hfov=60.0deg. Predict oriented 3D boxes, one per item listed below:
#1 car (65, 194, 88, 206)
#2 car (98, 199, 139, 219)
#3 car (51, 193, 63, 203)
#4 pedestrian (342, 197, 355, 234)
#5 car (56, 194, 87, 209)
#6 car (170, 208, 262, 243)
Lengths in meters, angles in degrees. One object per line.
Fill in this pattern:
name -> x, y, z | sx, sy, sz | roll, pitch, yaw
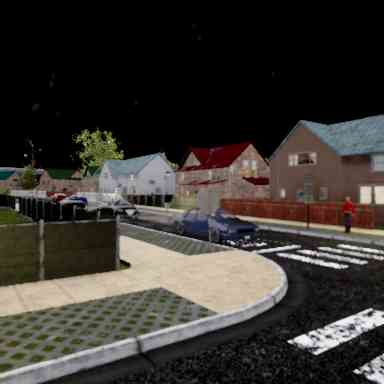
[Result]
car -> -16.283, 1.054, 46.825 | 1.882, 1.535, 5.008 | 0, 0, -34
car -> -5.835, 1.299, 26.110 | 2.128, 1.511, 4.902 | 0, 0, -34
car -> -22.048, 0.943, 55.330 | 1.882, 1.535, 5.008 | 0, 0, -34
pedestrian -> 7.727, 1.124, 16.532 | 0.375, 1.860, 0.375 | 1, -1, -34
car -> -13.352, 1.231, 37.241 | 1.994, 1.385, 4.181 | 0, 0, -35
car -> 0.895, 1.476, 16.090 | 2.033, 1.411, 5.357 | 0, 0, -32
